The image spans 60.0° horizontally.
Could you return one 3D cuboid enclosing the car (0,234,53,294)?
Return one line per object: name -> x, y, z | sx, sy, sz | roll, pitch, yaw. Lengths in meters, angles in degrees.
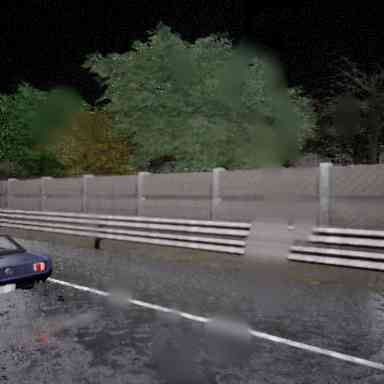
car -> -5.442, 1.631, 7.872 | 4.718, 1.301, 1.895 | 0, 0, 35
